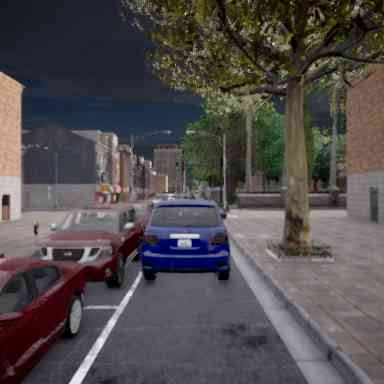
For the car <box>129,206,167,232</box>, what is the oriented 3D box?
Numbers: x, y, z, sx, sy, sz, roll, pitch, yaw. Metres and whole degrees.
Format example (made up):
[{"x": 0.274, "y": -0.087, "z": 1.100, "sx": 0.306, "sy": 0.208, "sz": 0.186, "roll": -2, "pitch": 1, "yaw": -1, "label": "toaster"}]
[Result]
[{"x": -2.641, "y": 1.599, "z": 20.712, "sx": 1.802, "sy": 1.307, "sz": 4.206, "roll": 0, "pitch": 0, "yaw": 0, "label": "car"}]

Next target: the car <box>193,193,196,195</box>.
[{"x": -0.014, "y": 1.589, "z": 83.200, "sx": 1.837, "sy": 1.490, "sz": 4.892, "roll": 0, "pitch": 0, "yaw": 0, "label": "car"}]

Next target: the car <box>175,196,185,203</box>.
[{"x": -2.664, "y": 1.636, "z": 74.345, "sx": 2.008, "sy": 1.369, "sz": 4.403, "roll": 0, "pitch": 0, "yaw": 0, "label": "car"}]

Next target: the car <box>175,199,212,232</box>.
[{"x": 0.093, "y": 1.369, "z": 21.181, "sx": 2.097, "sy": 1.767, "sz": 4.553, "roll": 0, "pitch": 0, "yaw": 0, "label": "car"}]

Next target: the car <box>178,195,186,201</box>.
[{"x": -2.662, "y": 1.547, "z": 90.156, "sx": 1.967, "sy": 1.590, "sz": 4.097, "roll": 0, "pitch": 0, "yaw": 0, "label": "car"}]

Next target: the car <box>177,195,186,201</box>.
[{"x": -2.663, "y": 1.540, "z": 84.885, "sx": 1.967, "sy": 1.590, "sz": 4.097, "roll": 0, "pitch": 0, "yaw": 0, "label": "car"}]

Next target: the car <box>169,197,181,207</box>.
[{"x": -2.661, "y": 1.582, "z": 53.096, "sx": 1.752, "sy": 1.417, "sz": 4.829, "roll": 0, "pitch": 0, "yaw": 0, "label": "car"}]

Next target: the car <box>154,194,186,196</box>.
[{"x": -3.513, "y": 1.270, "z": 39.596, "sx": 5.566, "sy": 2.045, "sz": 2.150, "roll": -1, "pitch": -2, "yaw": 43, "label": "car"}]

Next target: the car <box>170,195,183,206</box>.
[{"x": -2.666, "y": 1.379, "z": 58.534, "sx": 2.192, "sy": 1.841, "sz": 5.009, "roll": 0, "pitch": 0, "yaw": 0, "label": "car"}]

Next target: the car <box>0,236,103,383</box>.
[{"x": -2.638, "y": 1.547, "z": 3.876, "sx": 1.887, "sy": 1.381, "sz": 4.507, "roll": 0, "pitch": 0, "yaw": 0, "label": "car"}]

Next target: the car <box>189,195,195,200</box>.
[{"x": -0.016, "y": 1.469, "z": 93.620, "sx": 1.812, "sy": 1.442, "sz": 4.674, "roll": 0, "pitch": 0, "yaw": 0, "label": "car"}]

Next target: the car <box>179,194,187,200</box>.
[{"x": -2.662, "y": 1.430, "z": 95.426, "sx": 2.192, "sy": 1.841, "sz": 5.009, "roll": 0, "pitch": 0, "yaw": 0, "label": "car"}]

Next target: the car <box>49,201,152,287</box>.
[{"x": -2.639, "y": 1.322, "z": 9.488, "sx": 2.192, "sy": 1.841, "sz": 5.009, "roll": 0, "pitch": 0, "yaw": 0, "label": "car"}]

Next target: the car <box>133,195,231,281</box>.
[{"x": -0.095, "y": 1.228, "z": 9.989, "sx": 2.150, "sy": 2.045, "sz": 5.566, "roll": 0, "pitch": 0, "yaw": 1, "label": "car"}]
